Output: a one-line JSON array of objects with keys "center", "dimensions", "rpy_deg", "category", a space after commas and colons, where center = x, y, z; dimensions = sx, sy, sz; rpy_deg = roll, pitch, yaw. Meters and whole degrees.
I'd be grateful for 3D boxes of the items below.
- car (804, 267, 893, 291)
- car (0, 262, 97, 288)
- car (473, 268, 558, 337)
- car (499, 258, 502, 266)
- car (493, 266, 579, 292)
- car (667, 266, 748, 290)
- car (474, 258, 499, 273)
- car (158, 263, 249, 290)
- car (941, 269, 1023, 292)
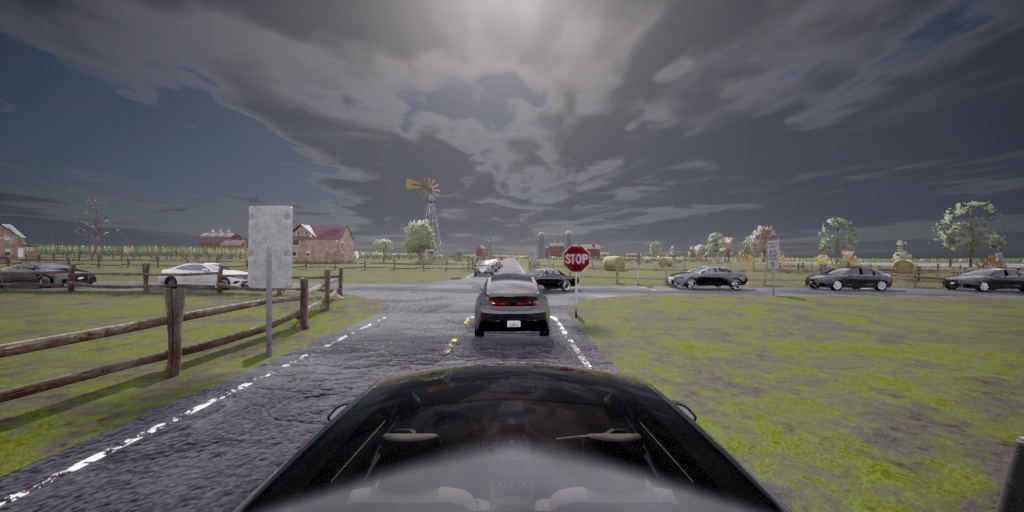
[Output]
[{"center": [22.220, 1.500, 23.783], "dimensions": [4.892, 1.490, 1.837], "rpy_deg": [1, -1, -1], "category": "car"}, {"center": [-26.346, 1.048, 20.218], "dimensions": [4.181, 1.385, 1.994], "rpy_deg": [1, -1, -1], "category": "car"}, {"center": [-0.065, 1.256, 10.359], "dimensions": [1.837, 1.490, 4.892], "rpy_deg": [0, 0, -3], "category": "car"}, {"center": [-2.810, 1.242, 46.494], "dimensions": [2.128, 1.511, 4.902], "rpy_deg": [0, 0, 0], "category": "car"}, {"center": [1.517, 1.369, 20.403], "dimensions": [4.718, 1.301, 1.895], "rpy_deg": [1, 0, -35], "category": "car"}, {"center": [12.819, 1.397, 23.621], "dimensions": [4.902, 1.511, 2.128], "rpy_deg": [1, -1, -2], "category": "car"}, {"center": [-2.826, 1.243, 37.048], "dimensions": [2.128, 1.511, 4.902], "rpy_deg": [0, 0, 0], "category": "car"}, {"center": [-17.226, 1.104, 20.331], "dimensions": [4.674, 1.442, 1.812], "rpy_deg": [1, -1, -1], "category": "car"}, {"center": [31.722, 1.587, 23.895], "dimensions": [4.892, 1.490, 1.837], "rpy_deg": [0, -1, -1], "category": "car"}]
